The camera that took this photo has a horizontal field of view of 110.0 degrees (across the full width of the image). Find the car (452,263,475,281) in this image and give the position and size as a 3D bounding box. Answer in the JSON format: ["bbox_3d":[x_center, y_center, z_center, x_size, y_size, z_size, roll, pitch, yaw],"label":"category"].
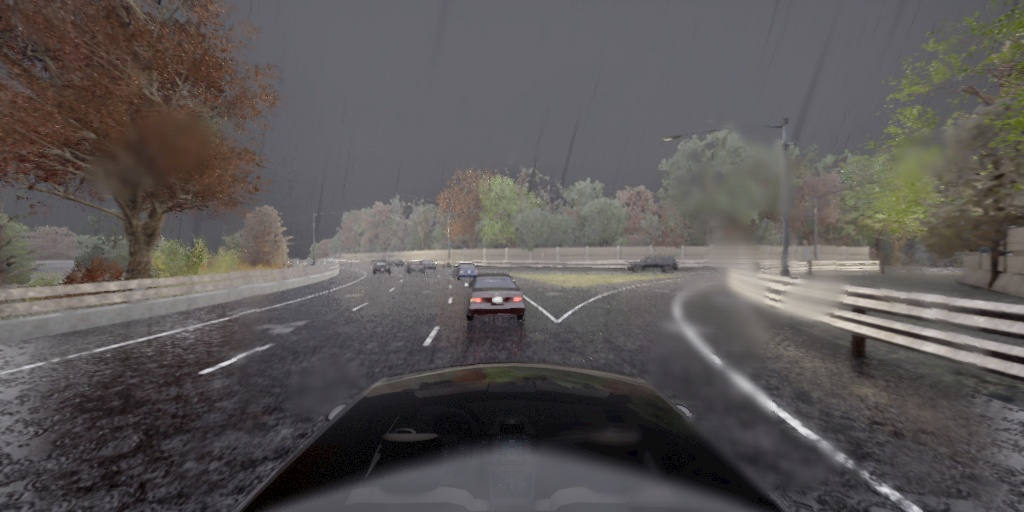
[{"bbox_3d":[-4.035,1.305,30.882,2.033,1.411,5.357,0,0,-15],"label":"car"}]

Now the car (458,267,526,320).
[{"bbox_3d":[-0.688,1.296,12.679,2.033,1.411,5.357,0,0,-6],"label":"car"}]

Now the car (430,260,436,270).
[{"bbox_3d":[-12.688,1.336,53.063,2.033,1.411,5.357,0,0,-27],"label":"car"}]

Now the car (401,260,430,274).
[{"bbox_3d":[-11.350,1.278,41.819,2.128,1.511,4.902,0,0,-21],"label":"car"}]

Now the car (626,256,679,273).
[{"bbox_3d":[15.906,0.985,40.758,5.566,2.045,2.150,0,0,7],"label":"car"}]

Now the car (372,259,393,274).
[{"bbox_3d":[-15.564,1.330,42.749,1.812,1.442,4.674,0,0,-23],"label":"car"}]
